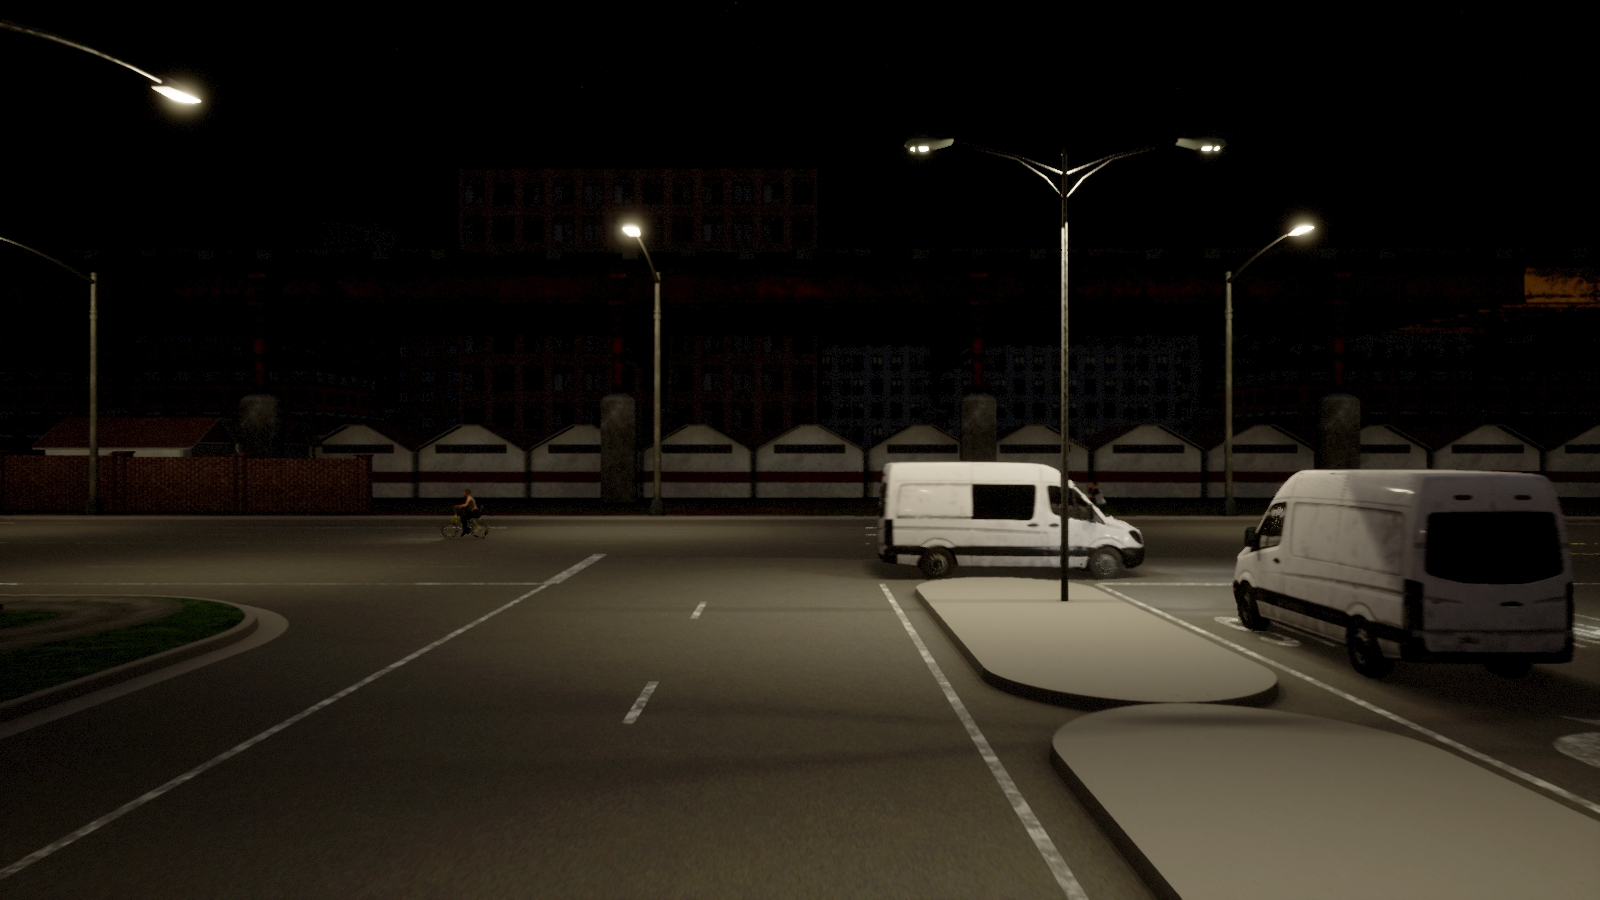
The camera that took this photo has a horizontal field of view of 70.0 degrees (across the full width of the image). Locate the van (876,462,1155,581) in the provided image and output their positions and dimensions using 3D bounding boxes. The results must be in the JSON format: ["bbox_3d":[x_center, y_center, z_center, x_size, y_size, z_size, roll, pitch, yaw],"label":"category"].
[{"bbox_3d":[4.732,1.558,25.760,5.915,2.561,1.988,0,0,0],"label":"van"}]

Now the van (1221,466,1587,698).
[{"bbox_3d":[7.990,1.550,16.006,1.988,2.561,5.915,0,0,0],"label":"van"}]

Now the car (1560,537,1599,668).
[{"bbox_3d":[11.372,1.995,12.903,2.097,1.638,5.238,0,0,0],"label":"car"}]

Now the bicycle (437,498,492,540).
[{"bbox_3d":[-10.655,2.178,36.302,1.487,1.301,0.859,0,0,0],"label":"bicycle"}]
